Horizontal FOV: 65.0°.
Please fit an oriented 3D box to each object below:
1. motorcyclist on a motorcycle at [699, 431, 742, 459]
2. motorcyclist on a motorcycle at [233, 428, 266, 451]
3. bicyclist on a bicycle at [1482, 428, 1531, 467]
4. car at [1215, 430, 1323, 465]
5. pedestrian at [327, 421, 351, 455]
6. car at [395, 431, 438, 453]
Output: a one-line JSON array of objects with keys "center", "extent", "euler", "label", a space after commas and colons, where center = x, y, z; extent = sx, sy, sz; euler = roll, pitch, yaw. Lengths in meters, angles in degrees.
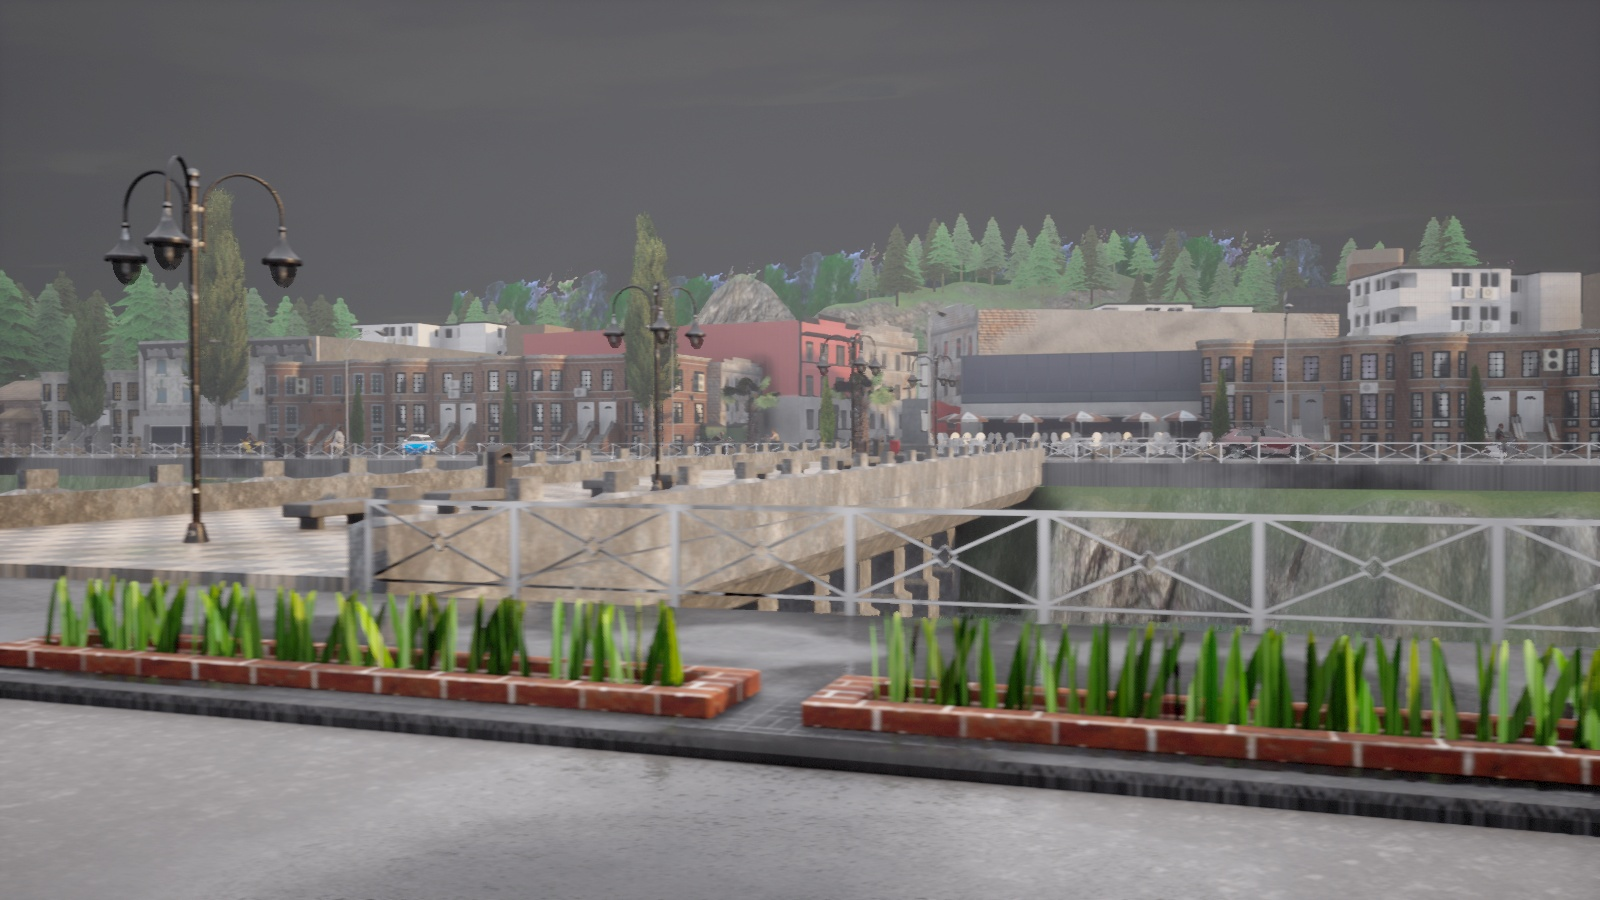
[{"center": [-4.444, -0.281, 70.285], "extent": [2.191, 1.530, 0.866], "euler": [1, 1, 19], "label": "motorcyclist on a motorcycle"}, {"center": [-37.557, -0.704, 85.632], "extent": [2.044, 1.523, 0.797], "euler": [1, 1, 19], "label": "motorcyclist on a motorcycle"}, {"center": [32.534, -0.107, 57.854], "extent": [1.843, 1.776, 0.659], "euler": [0, 1, 19], "label": "bicyclist on a bicycle"}, {"center": [22.765, -0.137, 61.138], "extent": [4.856, 1.649, 2.033], "euler": [1, 1, 19], "label": "car"}, {"center": [-25.247, -0.658, 68.779], "extent": [0.900, 1.855, 0.874], "euler": [0, 1, 17], "label": "pedestrian"}, {"center": [-24.852, -0.515, 81.363], "extent": [2.207, 1.376, 1.481], "euler": [1, 1, 19], "label": "car"}]
